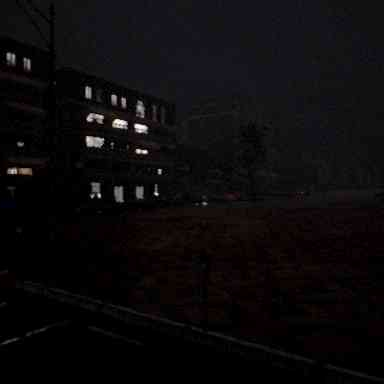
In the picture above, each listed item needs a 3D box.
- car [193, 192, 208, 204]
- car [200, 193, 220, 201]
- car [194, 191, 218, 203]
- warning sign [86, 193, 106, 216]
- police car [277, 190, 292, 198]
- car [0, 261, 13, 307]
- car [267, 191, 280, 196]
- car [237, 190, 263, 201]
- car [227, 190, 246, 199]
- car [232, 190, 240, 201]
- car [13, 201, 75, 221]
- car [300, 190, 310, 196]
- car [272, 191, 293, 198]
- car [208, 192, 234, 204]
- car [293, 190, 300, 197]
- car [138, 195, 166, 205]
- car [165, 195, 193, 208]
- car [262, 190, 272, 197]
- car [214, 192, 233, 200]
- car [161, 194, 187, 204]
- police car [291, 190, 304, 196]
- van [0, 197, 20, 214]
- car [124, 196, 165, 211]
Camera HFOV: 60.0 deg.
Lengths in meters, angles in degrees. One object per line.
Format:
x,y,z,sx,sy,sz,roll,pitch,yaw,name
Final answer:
-0.235,1.104,48.801,1.882,1.535,5.008,0,1,35,car
3.482,0.971,64.168,1.947,1.339,4.313,1,1,35,car
2.526,0.837,58.083,2.097,1.767,4.553,0,1,35,car
-8.187,1.068,28.428,1.300,1.860,1.060,-1,-1,35,warning sign
22.397,0.454,80.333,1.930,1.638,5.238,0,1,32,police car
-5.386,1.621,6.704,4.507,1.381,1.887,-1,0,35,car
22.487,0.440,91.650,1.887,1.381,4.507,1,1,35,car
10.471,0.918,59.540,1.752,1.417,4.829,1,1,35,car
9.818,0.550,73.324,2.192,1.841,5.009,1,1,35,car
7.939,0.756,60.629,2.097,1.767,4.553,0,1,35,car
-11.799,1.567,27.338,1.947,1.339,4.313,1,1,35,car
29.379,0.324,86.880,1.967,1.590,4.097,1,1,35,car
19.877,0.690,73.142,2.008,1.369,4.403,1,1,35,car
4.038,1.118,50.239,2.008,1.369,4.403,1,1,35,car
23.043,0.605,77.721,2.008,1.369,4.403,1,1,35,car
-6.021,1.230,50.426,1.947,1.339,4.313,1,1,35,car
-2.297,1.291,41.078,2.008,1.369,4.403,1,1,35,car
19.320,0.295,87.064,2.192,1.841,5.009,1,1,35,car
6.552,0.848,68.607,1.752,1.417,4.829,1,1,35,car
-2.854,1.128,55.007,2.008,1.369,4.403,1,1,35,car
28.208,0.302,88.473,1.930,1.638,5.238,0,1,34,police car
-18.690,1.353,32.101,1.690,1.788,3.998,1,1,35,van
-5.465,1.372,36.497,1.887,1.381,4.507,1,1,35,car
